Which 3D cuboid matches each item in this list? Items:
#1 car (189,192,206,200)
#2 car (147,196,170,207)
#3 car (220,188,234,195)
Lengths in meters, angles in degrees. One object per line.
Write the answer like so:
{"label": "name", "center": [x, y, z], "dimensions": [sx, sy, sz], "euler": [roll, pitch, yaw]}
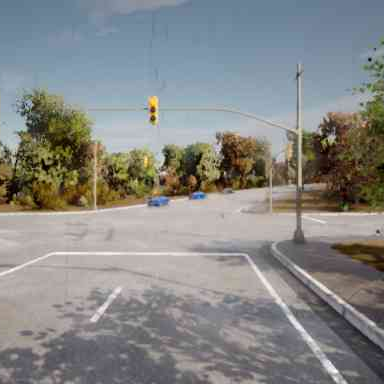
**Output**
{"label": "car", "center": [1.068, 0.715, 64.027], "dimensions": [1.882, 1.535, 5.008], "euler": [0, 3, 25]}
{"label": "car", "center": [-4.804, 1.335, 48.305], "dimensions": [1.882, 1.535, 5.008], "euler": [0, 2, 17]}
{"label": "car", "center": [8.116, -0.148, 77.436], "dimensions": [2.128, 1.511, 4.902], "euler": [0, 4, 30]}
